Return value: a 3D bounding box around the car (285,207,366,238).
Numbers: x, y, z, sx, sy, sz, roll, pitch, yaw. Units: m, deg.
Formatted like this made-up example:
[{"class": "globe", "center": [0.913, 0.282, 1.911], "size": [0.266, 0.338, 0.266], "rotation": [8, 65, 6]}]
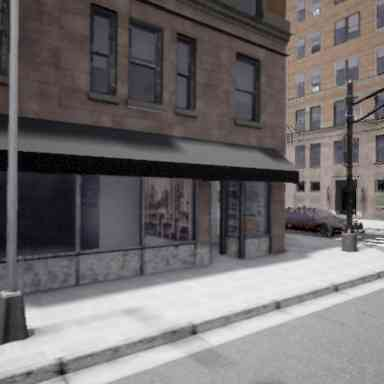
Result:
[{"class": "car", "center": [6.216, 1.531, 17.692], "size": [2.033, 1.411, 5.357], "rotation": [1, 0, -34]}]
